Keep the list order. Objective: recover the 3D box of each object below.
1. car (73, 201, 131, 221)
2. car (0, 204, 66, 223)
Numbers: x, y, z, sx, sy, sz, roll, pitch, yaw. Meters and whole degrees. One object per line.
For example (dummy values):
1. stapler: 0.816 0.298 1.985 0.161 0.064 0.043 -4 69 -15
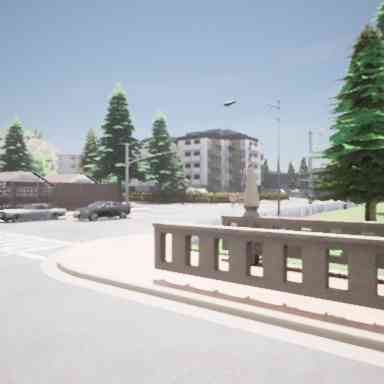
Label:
1. car: -7.138 1.474 26.708 2.128 1.511 4.902 0 0 38
2. car: -12.338 1.583 25.711 1.895 1.301 4.718 0 0 38
